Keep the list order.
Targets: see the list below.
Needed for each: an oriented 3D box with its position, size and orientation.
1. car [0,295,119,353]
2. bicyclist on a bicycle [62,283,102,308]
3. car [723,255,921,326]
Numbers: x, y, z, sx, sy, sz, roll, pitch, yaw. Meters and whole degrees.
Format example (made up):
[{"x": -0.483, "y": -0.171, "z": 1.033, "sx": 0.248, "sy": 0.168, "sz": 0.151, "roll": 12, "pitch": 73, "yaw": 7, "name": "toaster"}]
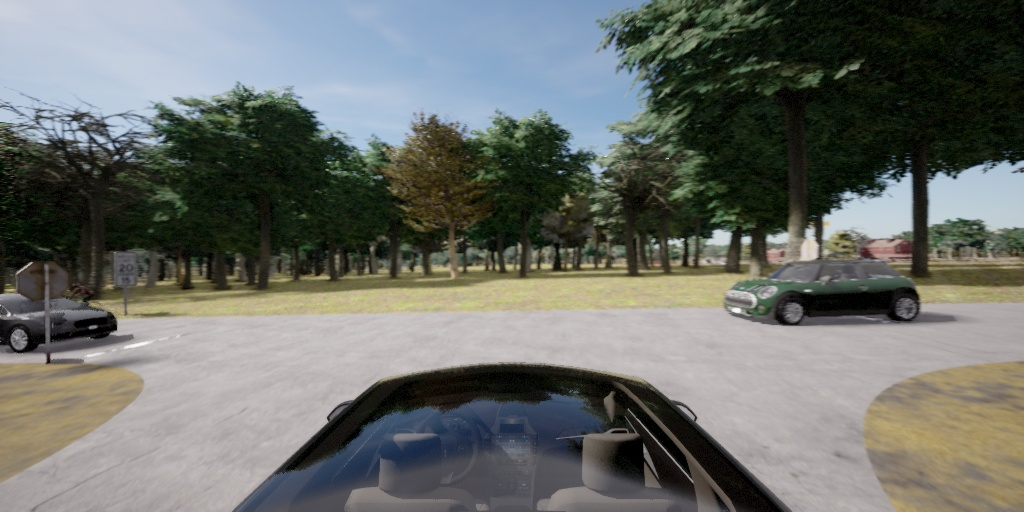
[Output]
[{"x": -14.425, "y": 1.883, "z": 10.548, "sx": 4.892, "sy": 1.490, "sz": 1.837, "roll": -2, "pitch": 0, "yaw": 6, "name": "car"}, {"x": -20.764, "y": 2.112, "z": 17.259, "sx": 0.582, "sy": 1.620, "sz": 1.656, "roll": -2, "pitch": -1, "yaw": 6, "name": "bicyclist on a bicycle"}, {"x": 8.753, "y": 0.911, "z": 10.464, "sx": 4.553, "sy": 1.767, "sz": 2.097, "roll": -2, "pitch": 0, "yaw": 0, "name": "car"}]
